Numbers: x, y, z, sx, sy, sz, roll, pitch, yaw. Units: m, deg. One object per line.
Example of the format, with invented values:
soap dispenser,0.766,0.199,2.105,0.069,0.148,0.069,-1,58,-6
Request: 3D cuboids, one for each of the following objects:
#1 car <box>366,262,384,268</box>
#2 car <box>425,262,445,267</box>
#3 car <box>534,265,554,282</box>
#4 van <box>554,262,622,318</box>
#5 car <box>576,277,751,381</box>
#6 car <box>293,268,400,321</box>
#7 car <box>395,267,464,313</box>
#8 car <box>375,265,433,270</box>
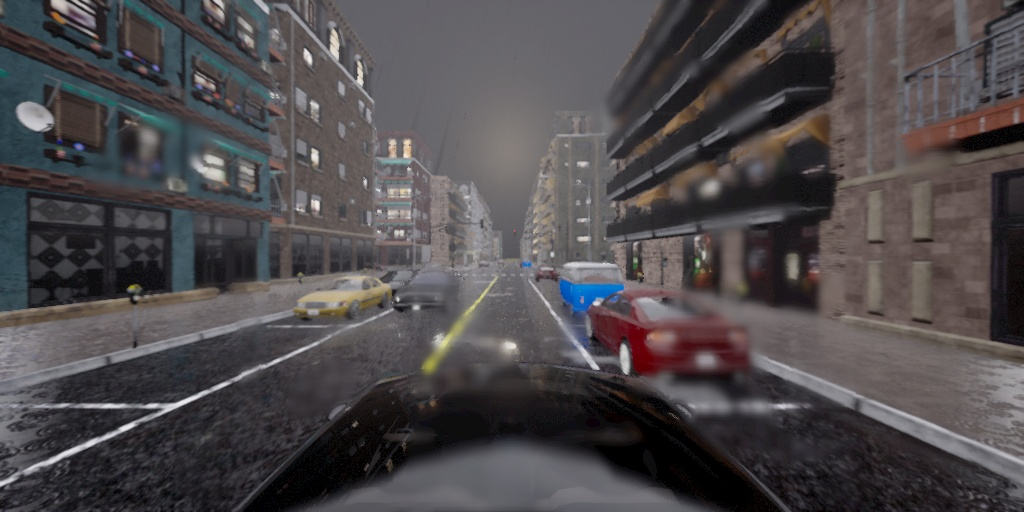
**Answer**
car,-17.756,1.361,44.990,4.207,1.307,1.802,0,0,0
car,-5.741,1.259,26.028,1.967,1.591,4.097,0,0,0
car,2.788,1.416,29.812,1.802,1.307,4.207,0,0,0
van,2.687,1.119,12.832,1.690,1.789,3.998,0,0,0
car,2.689,1.309,7.171,1.888,1.381,4.507,0,0,0
car,-5.694,1.303,12.685,1.751,1.417,4.829,0,0,0
car,-3.104,1.330,14.400,2.033,1.411,5.357,0,0,0
car,-5.696,1.360,18.517,1.948,1.339,4.313,0,0,0
